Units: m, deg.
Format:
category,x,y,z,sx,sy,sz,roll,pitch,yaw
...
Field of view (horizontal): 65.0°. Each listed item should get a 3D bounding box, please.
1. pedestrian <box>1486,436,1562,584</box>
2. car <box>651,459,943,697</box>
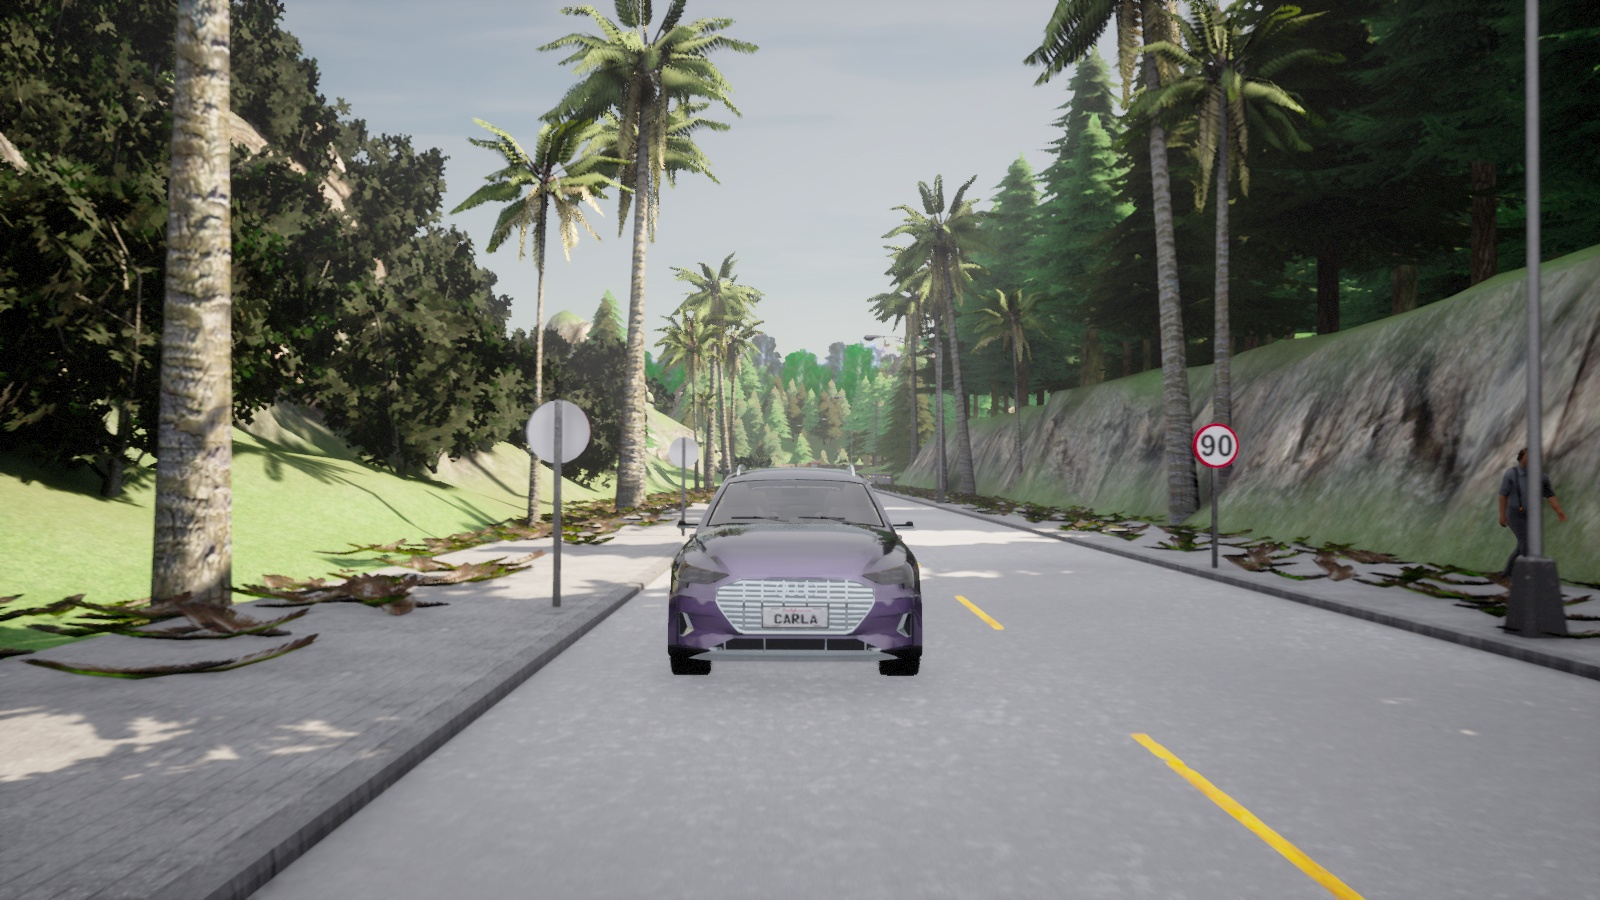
category,x,y,z,sx,sy,sz,roll,pitch,yaw
pedestrian,9.258,0.757,16.072,0.540,1.848,0.694,0,-1,0
car,-0.031,0.932,11.196,2.033,1.649,4.856,0,-1,0
